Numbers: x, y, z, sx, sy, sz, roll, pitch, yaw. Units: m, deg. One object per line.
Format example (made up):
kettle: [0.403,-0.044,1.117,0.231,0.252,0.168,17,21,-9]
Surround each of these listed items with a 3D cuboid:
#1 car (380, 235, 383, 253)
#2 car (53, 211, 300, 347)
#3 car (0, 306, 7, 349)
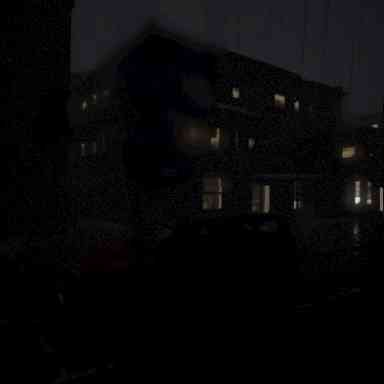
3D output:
car: [9.036,1.723,13.015,4.206,1.307,1.802,1,0,-36]
car: [0.038,1.350,6.580,5.009,1.841,2.192,1,0,-36]
car: [-4.605,1.507,3.264,4.829,1.417,1.752,1,0,-36]
